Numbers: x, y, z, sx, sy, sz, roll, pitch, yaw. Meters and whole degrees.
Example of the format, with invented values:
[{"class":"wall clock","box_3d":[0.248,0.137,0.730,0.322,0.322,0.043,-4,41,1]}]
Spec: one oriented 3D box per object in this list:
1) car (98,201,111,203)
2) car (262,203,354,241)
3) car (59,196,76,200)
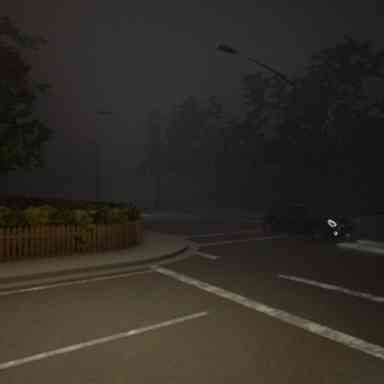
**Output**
[{"class":"car","box_3d":[-10.125,1.685,39.473,1.895,1.301,4.718,0,0,-36]},{"class":"car","box_3d":[6.010,1.453,17.518,2.097,1.767,4.553,1,0,-38]},{"class":"car","box_3d":[-19.661,1.278,52.751,1.882,1.535,5.008,0,0,-36]}]
